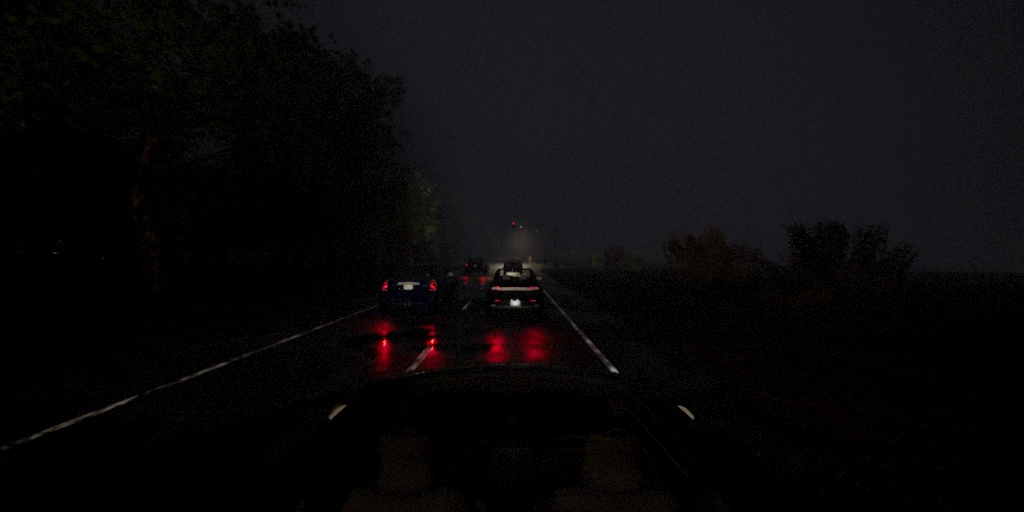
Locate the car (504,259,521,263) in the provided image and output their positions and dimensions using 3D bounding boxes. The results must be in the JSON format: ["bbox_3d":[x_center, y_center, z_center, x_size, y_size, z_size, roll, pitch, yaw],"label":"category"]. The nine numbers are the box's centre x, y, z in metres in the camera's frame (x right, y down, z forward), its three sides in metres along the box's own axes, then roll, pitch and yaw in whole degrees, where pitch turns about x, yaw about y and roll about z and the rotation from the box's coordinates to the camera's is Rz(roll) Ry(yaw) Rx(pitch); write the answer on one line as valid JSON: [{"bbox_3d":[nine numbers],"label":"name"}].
[{"bbox_3d":[0.093,1.029,35.194,2.128,1.511,4.902,0,0,0],"label":"car"}]

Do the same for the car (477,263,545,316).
[{"bbox_3d":[0.097,1.170,12.952,2.128,1.511,4.902,0,0,0],"label":"car"}]

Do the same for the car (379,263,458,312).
[{"bbox_3d":[-3.402,1.028,13.899,2.097,1.767,4.553,0,0,0],"label":"car"}]

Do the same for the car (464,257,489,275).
[{"bbox_3d":[-3.407,0.889,35.356,2.097,1.767,4.553,0,0,0],"label":"car"}]
